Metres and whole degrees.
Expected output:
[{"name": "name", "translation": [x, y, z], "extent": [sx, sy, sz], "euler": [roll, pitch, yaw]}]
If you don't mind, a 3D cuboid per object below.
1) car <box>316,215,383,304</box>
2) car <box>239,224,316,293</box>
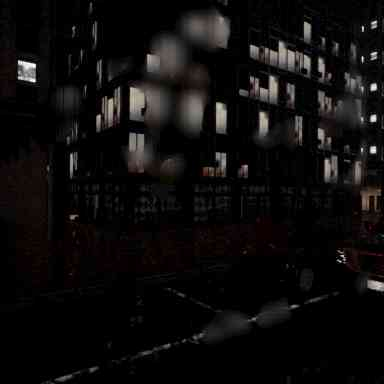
[{"name": "car", "translation": [5.353, 1.222, 7.199], "extent": [5.566, 2.045, 2.150], "euler": [0, 0, -36]}, {"name": "car", "translation": [3.239, 1.546, 8.861], "extent": [4.507, 1.381, 1.887], "euler": [0, 1, -36]}]
